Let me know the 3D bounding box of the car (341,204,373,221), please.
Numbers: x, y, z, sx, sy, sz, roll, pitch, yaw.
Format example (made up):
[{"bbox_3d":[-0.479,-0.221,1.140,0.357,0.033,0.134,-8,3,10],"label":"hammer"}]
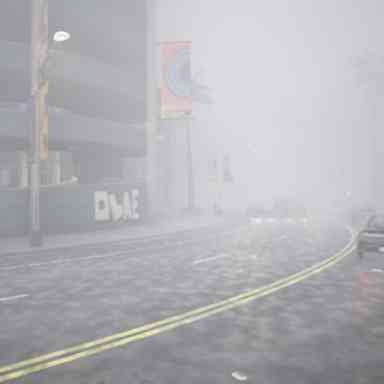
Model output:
[{"bbox_3d":[13.798,1.775,27.638,2.128,1.511,4.902,0,-1,12],"label":"car"}]

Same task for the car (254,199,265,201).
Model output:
[{"bbox_3d":[14.210,2.286,70.868,2.231,1.521,4.892,0,-1,-13],"label":"car"}]

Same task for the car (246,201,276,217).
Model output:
[{"bbox_3d":[7.429,2.025,37.203,1.895,1.301,4.718,0,-1,-5],"label":"car"}]

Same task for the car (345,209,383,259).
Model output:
[{"bbox_3d":[7.450,1.616,12.428,2.128,1.511,4.902,-1,-1,35],"label":"car"}]

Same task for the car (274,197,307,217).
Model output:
[{"bbox_3d":[10.894,1.637,37.521,2.150,2.045,5.566,0,-1,-4],"label":"car"}]
